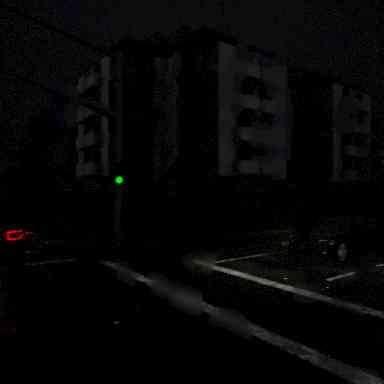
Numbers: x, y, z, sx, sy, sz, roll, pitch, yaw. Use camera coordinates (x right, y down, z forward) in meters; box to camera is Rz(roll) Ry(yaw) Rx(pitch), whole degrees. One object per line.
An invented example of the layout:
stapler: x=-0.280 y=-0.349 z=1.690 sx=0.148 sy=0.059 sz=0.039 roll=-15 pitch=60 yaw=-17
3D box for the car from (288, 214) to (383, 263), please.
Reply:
car: x=5.797 y=1.618 z=12.770 sx=5.008 sy=1.535 sz=1.882 roll=1 pitch=-1 yaw=-36

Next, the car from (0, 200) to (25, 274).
car: x=-6.557 y=1.264 z=10.075 sx=2.150 sy=2.045 sz=5.566 roll=1 pitch=-1 yaw=-35
